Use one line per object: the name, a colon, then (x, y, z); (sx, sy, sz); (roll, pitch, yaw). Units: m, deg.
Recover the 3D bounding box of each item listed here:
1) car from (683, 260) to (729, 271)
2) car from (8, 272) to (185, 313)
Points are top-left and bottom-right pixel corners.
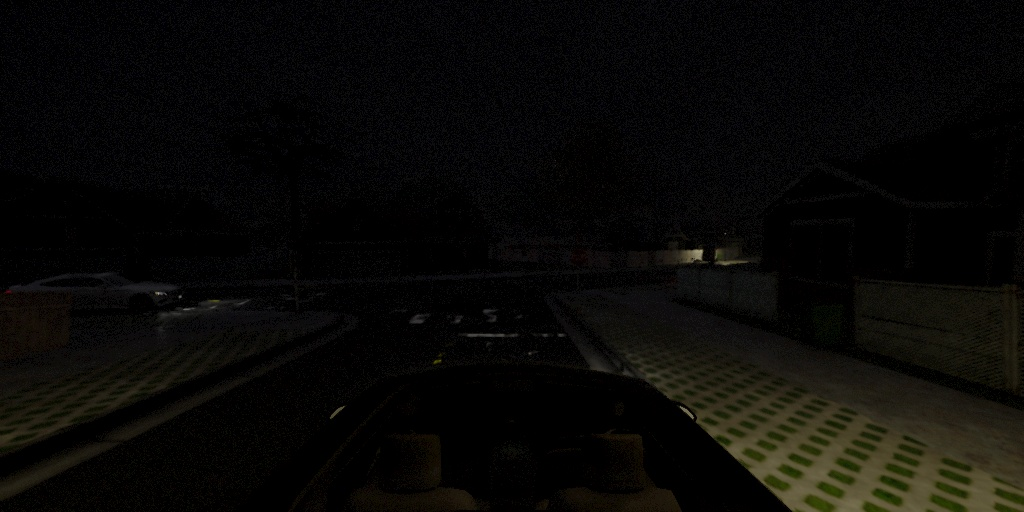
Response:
car: (15.630, 0.952, 28.240); (4.718, 1.301, 1.895); (-1, 4, -33)
car: (-15.309, 1.331, 13.389); (4.674, 1.442, 1.812); (0, 4, -19)
